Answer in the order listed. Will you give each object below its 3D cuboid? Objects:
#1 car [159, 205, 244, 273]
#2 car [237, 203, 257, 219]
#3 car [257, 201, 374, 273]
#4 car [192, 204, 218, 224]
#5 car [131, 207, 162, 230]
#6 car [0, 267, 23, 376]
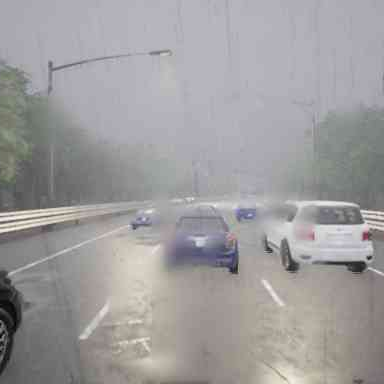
[{"bbox_3d":[0.318,1.428,11.093,2.097,1.767,4.553,0,0,2],"label":"car"},{"bbox_3d":[4.743,1.681,28.696,1.882,1.535,5.008,0,0,4],"label":"car"},{"bbox_3d":[3.808,1.301,11.100,2.150,2.045,5.566,0,0,2],"label":"car"},{"bbox_3d":[1.173,1.757,27.818,1.994,1.385,4.181,0,0,4],"label":"car"},{"bbox_3d":[-2.708,1.697,22.329,2.033,1.411,5.357,0,0,3],"label":"car"},{"bbox_3d":[-3.387,1.236,2.137,2.150,2.045,5.566,0,0,1],"label":"car"}]
